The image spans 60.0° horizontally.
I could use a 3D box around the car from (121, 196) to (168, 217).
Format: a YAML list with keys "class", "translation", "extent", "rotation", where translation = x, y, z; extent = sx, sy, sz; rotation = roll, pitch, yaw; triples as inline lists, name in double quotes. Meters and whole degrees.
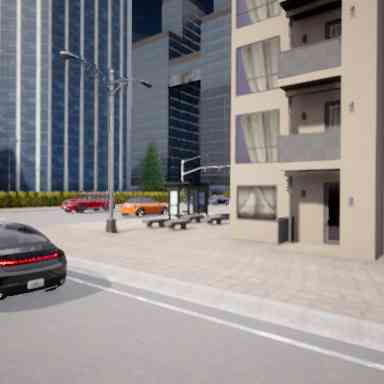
- class: "car"
  translation: [-4.118, 1.257, 29.878]
  extent: [2.097, 1.767, 4.553]
  rotation: [1, 0, 37]

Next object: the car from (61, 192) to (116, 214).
- class: "car"
  translation: [-10.329, 1.067, 33.608]
  extent: [2.150, 2.045, 5.566]
  rotation: [1, 0, 37]

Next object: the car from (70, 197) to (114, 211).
- class: "car"
  translation: [-11.342, 1.347, 38.032]
  extent: [1.812, 1.442, 4.674]
  rotation: [1, 0, 37]

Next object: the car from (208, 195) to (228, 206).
- class: "car"
  translation: [3.737, 1.219, 51.960]
  extent: [2.097, 1.767, 4.553]
  rotation: [1, 0, 37]

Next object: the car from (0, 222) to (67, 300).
- class: "car"
  translation: [-4.816, 1.440, 7.647]
  extent: [4.892, 1.490, 1.837]
  rotation: [0, 0, 37]
